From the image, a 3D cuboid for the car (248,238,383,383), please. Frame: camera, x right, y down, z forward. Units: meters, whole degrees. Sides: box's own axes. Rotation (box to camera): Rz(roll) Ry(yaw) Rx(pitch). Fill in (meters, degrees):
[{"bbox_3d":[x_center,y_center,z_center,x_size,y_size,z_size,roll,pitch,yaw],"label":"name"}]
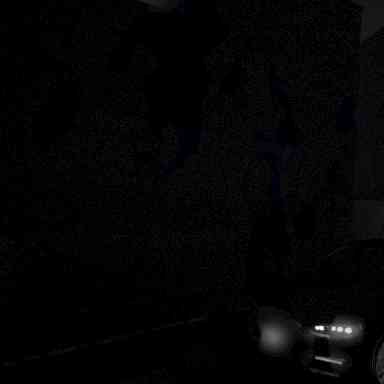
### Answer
[{"bbox_3d":[3.146,1.542,5.280,4.902,1.511,2.128,1,-1,-29],"label":"car"}]
